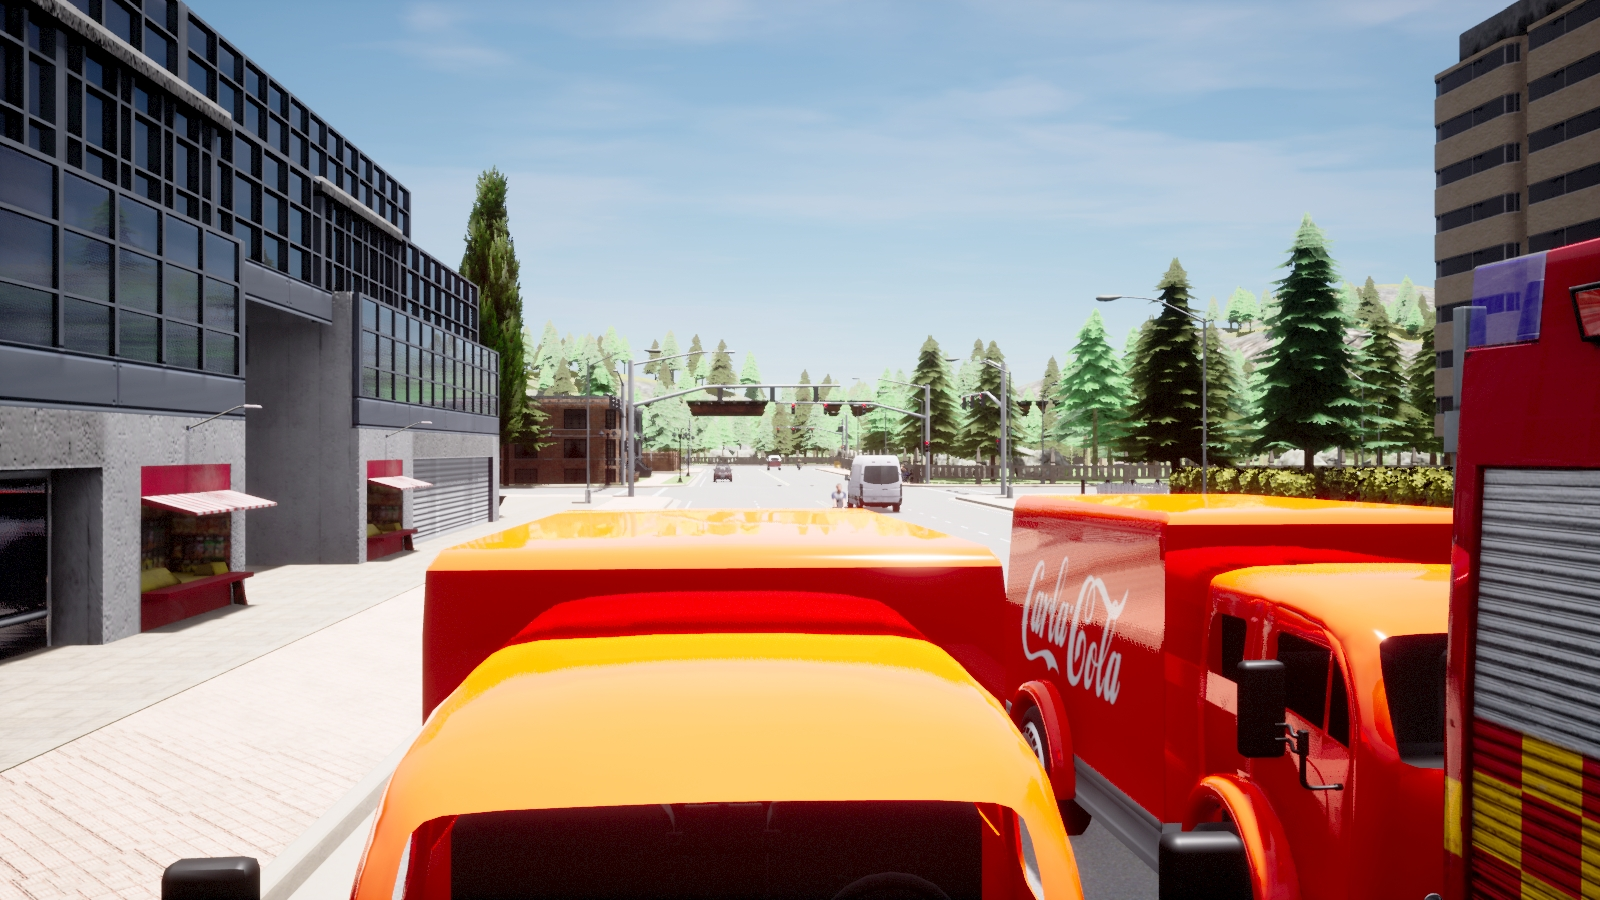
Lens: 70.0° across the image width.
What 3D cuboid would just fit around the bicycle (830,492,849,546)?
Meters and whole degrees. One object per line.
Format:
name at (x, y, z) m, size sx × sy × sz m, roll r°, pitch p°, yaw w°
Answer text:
bicycle at (1.181, 2.056, 34.312) m, size 0.373 × 1.496 × 1.643 m, roll 0°, pitch 0°, yaw -4°

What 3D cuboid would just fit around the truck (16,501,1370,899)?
truck at (-0.347, 1.568, 4.821) m, size 2.627 × 2.467 × 5.204 m, roll 0°, pitch 0°, yaw -4°

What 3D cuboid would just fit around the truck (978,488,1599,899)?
truck at (3.003, 1.568, 7.234) m, size 2.627 × 2.467 × 5.204 m, roll 0°, pitch 0°, yaw -4°

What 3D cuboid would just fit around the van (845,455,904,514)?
van at (3.411, 1.534, 53.444) m, size 1.988 × 2.561 × 5.915 m, roll 0°, pitch 0°, yaw -4°
